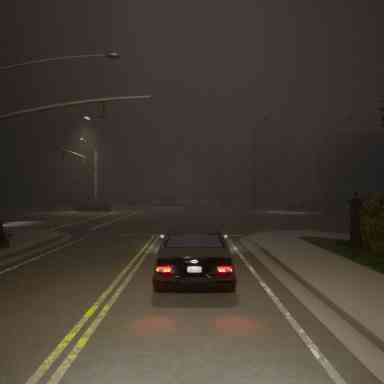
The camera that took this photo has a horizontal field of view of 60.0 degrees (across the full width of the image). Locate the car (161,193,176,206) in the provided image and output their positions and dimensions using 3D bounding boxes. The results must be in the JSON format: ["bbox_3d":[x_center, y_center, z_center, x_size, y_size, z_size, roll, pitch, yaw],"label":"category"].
[{"bbox_3d":[-3.721,1.221,53.992,2.150,2.045,5.566,0,0,0],"label":"car"}]

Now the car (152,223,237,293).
[{"bbox_3d":[0.053,1.547,8.959,2.033,1.411,5.357,0,0,0],"label":"car"}]

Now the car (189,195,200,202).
[{"bbox_3d":[0.552,1.527,78.989,2.033,1.411,5.357,0,0,12],"label":"car"}]

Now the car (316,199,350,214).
[{"bbox_3d":[16.356,1.466,35.337,4.902,1.511,2.128,-1,0,-1],"label":"car"}]

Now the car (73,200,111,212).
[{"bbox_3d":[-11.524,1.621,38.549,4.181,1.385,1.994,-1,0,-1],"label":"car"}]

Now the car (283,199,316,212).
[{"bbox_3d":[13.010,1.515,38.824,4.674,1.442,1.812,0,0,0],"label":"car"}]
